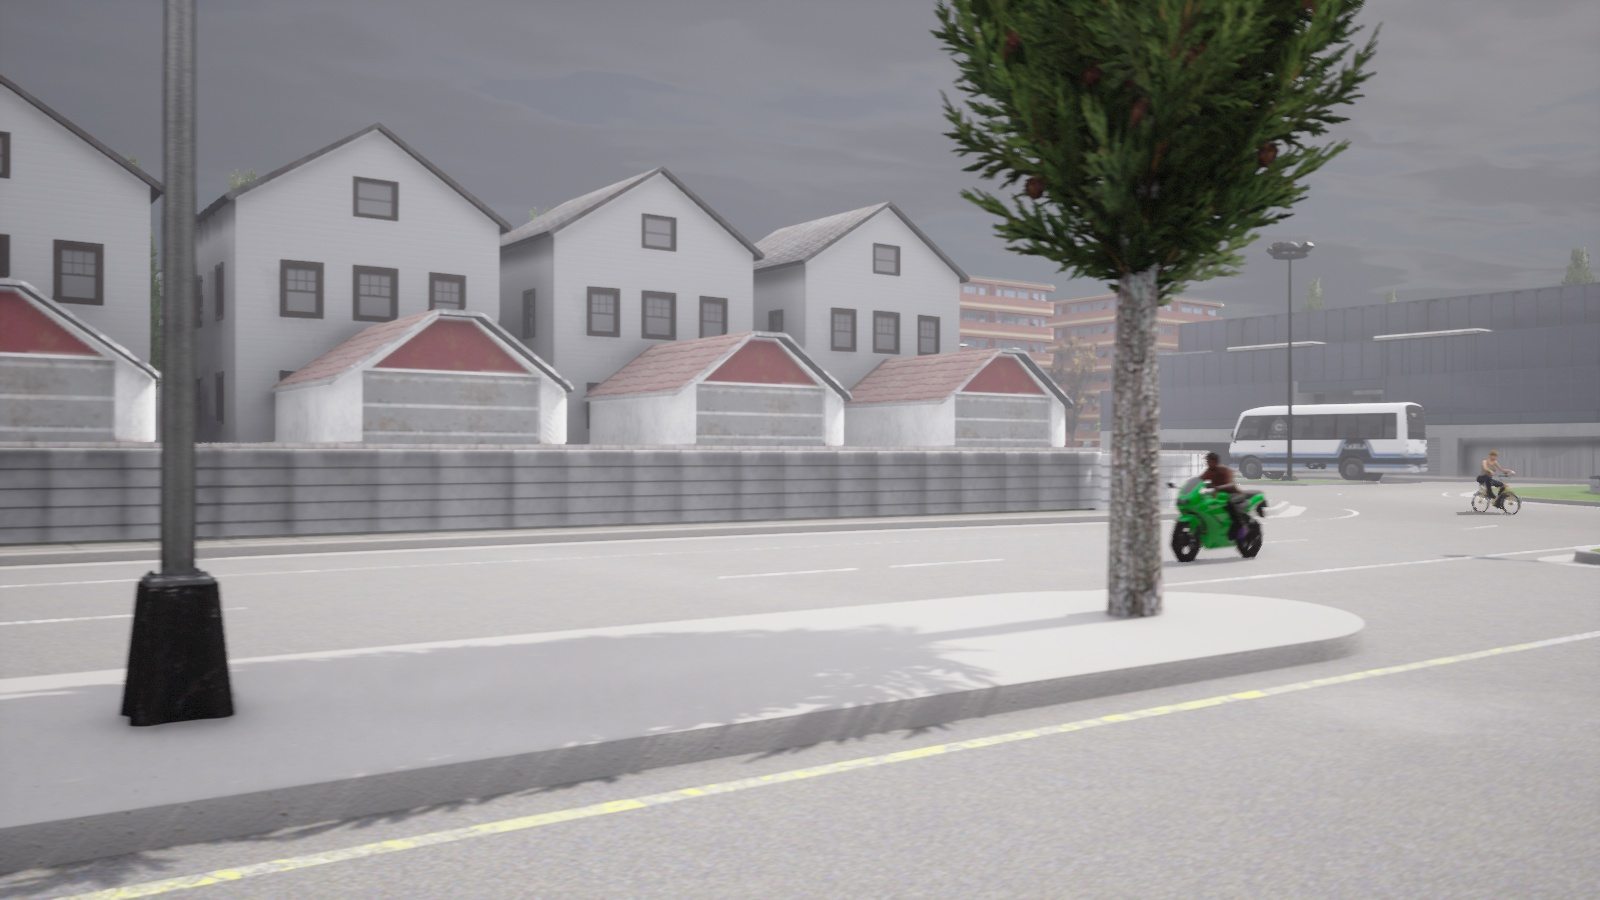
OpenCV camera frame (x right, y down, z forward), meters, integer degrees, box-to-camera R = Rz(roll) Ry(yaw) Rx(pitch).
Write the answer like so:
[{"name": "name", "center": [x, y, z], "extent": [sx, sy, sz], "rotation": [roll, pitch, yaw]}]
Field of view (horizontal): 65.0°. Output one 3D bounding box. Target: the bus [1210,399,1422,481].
[{"name": "bus", "center": [28.757, -0.520, 70.438], "extent": [3.944, 4.253, 10.273], "rotation": [0, 0, -45]}]

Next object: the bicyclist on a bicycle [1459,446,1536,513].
[{"name": "bicyclist on a bicycle", "center": [17.389, 0.721, 31.348], "extent": [0.866, 1.612, 1.509], "rotation": [1, 0, -16]}]

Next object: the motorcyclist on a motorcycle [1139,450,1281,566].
[{"name": "motorcyclist on a motorcycle", "center": [5.683, 0.758, 17.376], "extent": [2.044, 1.523, 0.797], "rotation": [0, 0, -35]}]
